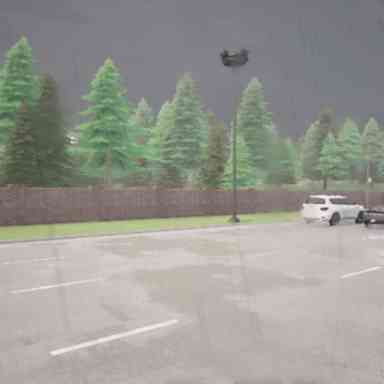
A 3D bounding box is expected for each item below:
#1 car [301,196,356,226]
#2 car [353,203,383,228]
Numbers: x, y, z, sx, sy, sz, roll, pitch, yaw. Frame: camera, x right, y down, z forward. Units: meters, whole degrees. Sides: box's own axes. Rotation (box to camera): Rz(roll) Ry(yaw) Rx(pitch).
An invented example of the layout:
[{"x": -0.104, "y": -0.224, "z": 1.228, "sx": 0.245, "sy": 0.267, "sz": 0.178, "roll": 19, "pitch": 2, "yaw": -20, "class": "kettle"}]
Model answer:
[{"x": 10.222, "y": 1.284, "z": 23.932, "sx": 5.566, "sy": 2.045, "sz": 2.150, "roll": 0, "pitch": 0, "yaw": -35, "class": "car"}, {"x": 12.958, "y": 1.556, "z": 21.585, "sx": 4.902, "sy": 1.511, "sz": 2.128, "roll": 0, "pitch": 0, "yaw": -35, "class": "car"}]
